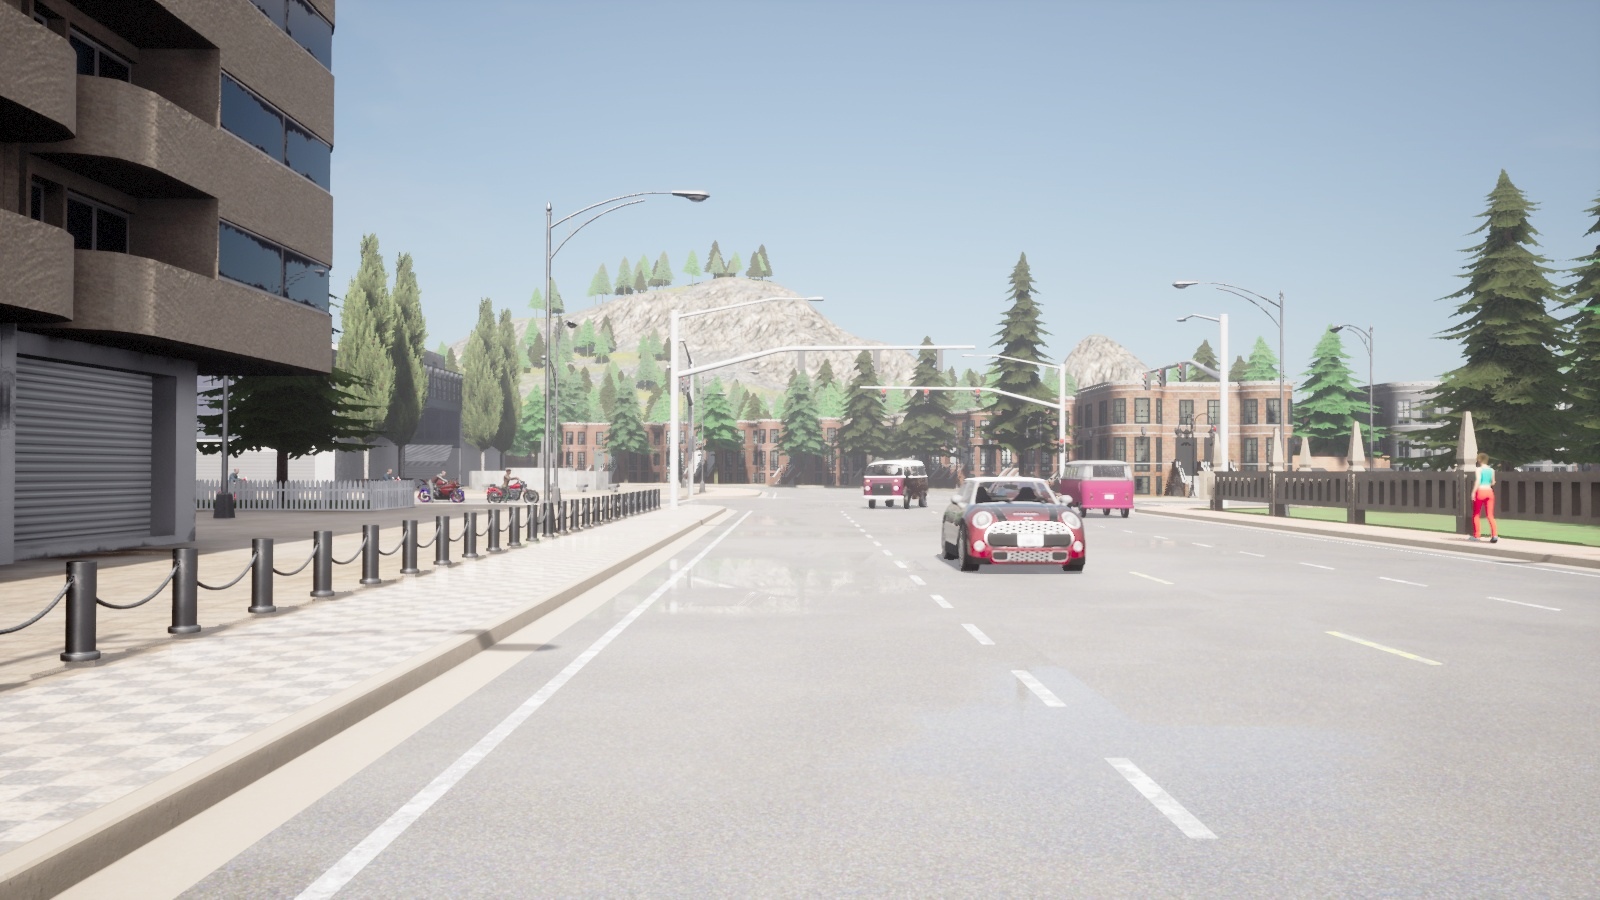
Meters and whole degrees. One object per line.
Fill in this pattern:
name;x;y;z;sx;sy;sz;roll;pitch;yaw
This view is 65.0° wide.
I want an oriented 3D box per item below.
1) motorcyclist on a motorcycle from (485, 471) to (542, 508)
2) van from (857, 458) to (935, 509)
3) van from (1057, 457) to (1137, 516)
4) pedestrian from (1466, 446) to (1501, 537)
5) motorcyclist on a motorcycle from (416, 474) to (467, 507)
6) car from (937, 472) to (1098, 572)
motorcyclist on a motorcycle;-12.683;1.741;55.584;2.350;1.649;0.766;0;-1;0
van;4.074;1.400;52.742;2.069;2.038;4.480;-1;-1;21
van;10.387;1.262;44.220;1.775;1.987;4.442;0;-1;0
pedestrian;13.969;0.845;25.664;0.345;1.836;0.594;0;-1;-2
motorcyclist on a motorcycle;-16.851;1.901;59.068;2.191;1.530;0.866;0;-1;0
car;3.447;1.110;20.649;1.970;1.475;3.806;0;-1;0
